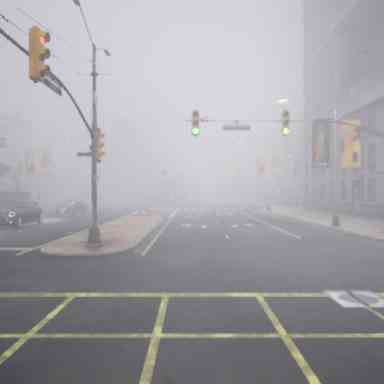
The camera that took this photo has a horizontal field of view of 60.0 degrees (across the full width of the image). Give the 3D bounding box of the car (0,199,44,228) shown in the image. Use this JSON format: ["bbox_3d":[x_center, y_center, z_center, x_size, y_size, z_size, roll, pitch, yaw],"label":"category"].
[{"bbox_3d":[-11.589,1.341,21.841,2.097,1.767,4.553,0,0,0],"label":"car"}]

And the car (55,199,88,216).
[{"bbox_3d":[-11.547,1.476,32.134,2.128,1.511,4.902,0,0,0],"label":"car"}]
